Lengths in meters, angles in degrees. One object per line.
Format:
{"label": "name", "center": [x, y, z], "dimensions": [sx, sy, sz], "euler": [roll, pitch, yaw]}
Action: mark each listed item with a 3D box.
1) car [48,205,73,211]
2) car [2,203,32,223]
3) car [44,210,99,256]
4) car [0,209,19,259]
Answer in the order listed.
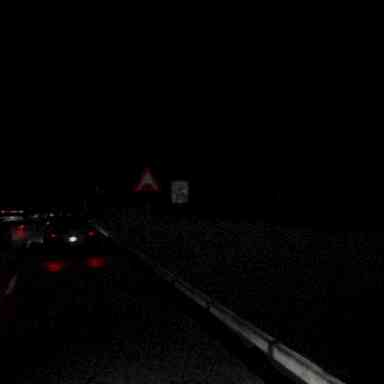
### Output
{"label": "car", "center": [-10.592, 1.736, 26.808], "dimensions": [1.895, 1.301, 4.718], "euler": [0, 0, -22]}
{"label": "car", "center": [-13.830, 1.636, 26.158], "dimensions": [2.128, 1.511, 4.902], "euler": [0, 0, -22]}
{"label": "car", "center": [-5.079, 1.684, 13.908], "dimensions": [1.994, 1.385, 4.181], "euler": [0, 0, -23]}
{"label": "car", "center": [-7.953, 1.621, 12.356], "dimensions": [2.128, 1.511, 4.902], "euler": [0, 0, -23]}
